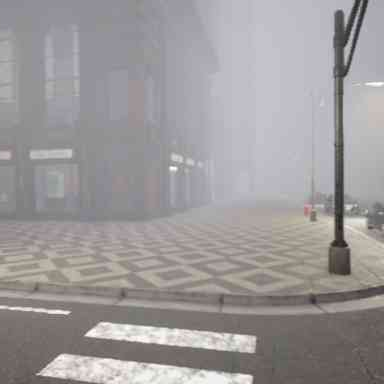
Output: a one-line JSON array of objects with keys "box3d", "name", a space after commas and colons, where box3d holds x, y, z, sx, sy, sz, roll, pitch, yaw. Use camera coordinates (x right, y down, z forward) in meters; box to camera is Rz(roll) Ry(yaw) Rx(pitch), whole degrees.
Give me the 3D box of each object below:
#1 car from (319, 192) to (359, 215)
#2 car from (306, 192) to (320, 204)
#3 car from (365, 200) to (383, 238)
[{"box3d": [11.723, 0.904, 26.223, 2.128, 1.511, 4.902, 0, 1, 13], "name": "car"}, {"box3d": [14.665, 0.732, 39.115, 1.994, 1.385, 4.181, 0, 1, 13], "name": "car"}, {"box3d": [9.165, 1.136, 14.885, 1.837, 1.490, 4.892, 0, 1, 15], "name": "car"}]
